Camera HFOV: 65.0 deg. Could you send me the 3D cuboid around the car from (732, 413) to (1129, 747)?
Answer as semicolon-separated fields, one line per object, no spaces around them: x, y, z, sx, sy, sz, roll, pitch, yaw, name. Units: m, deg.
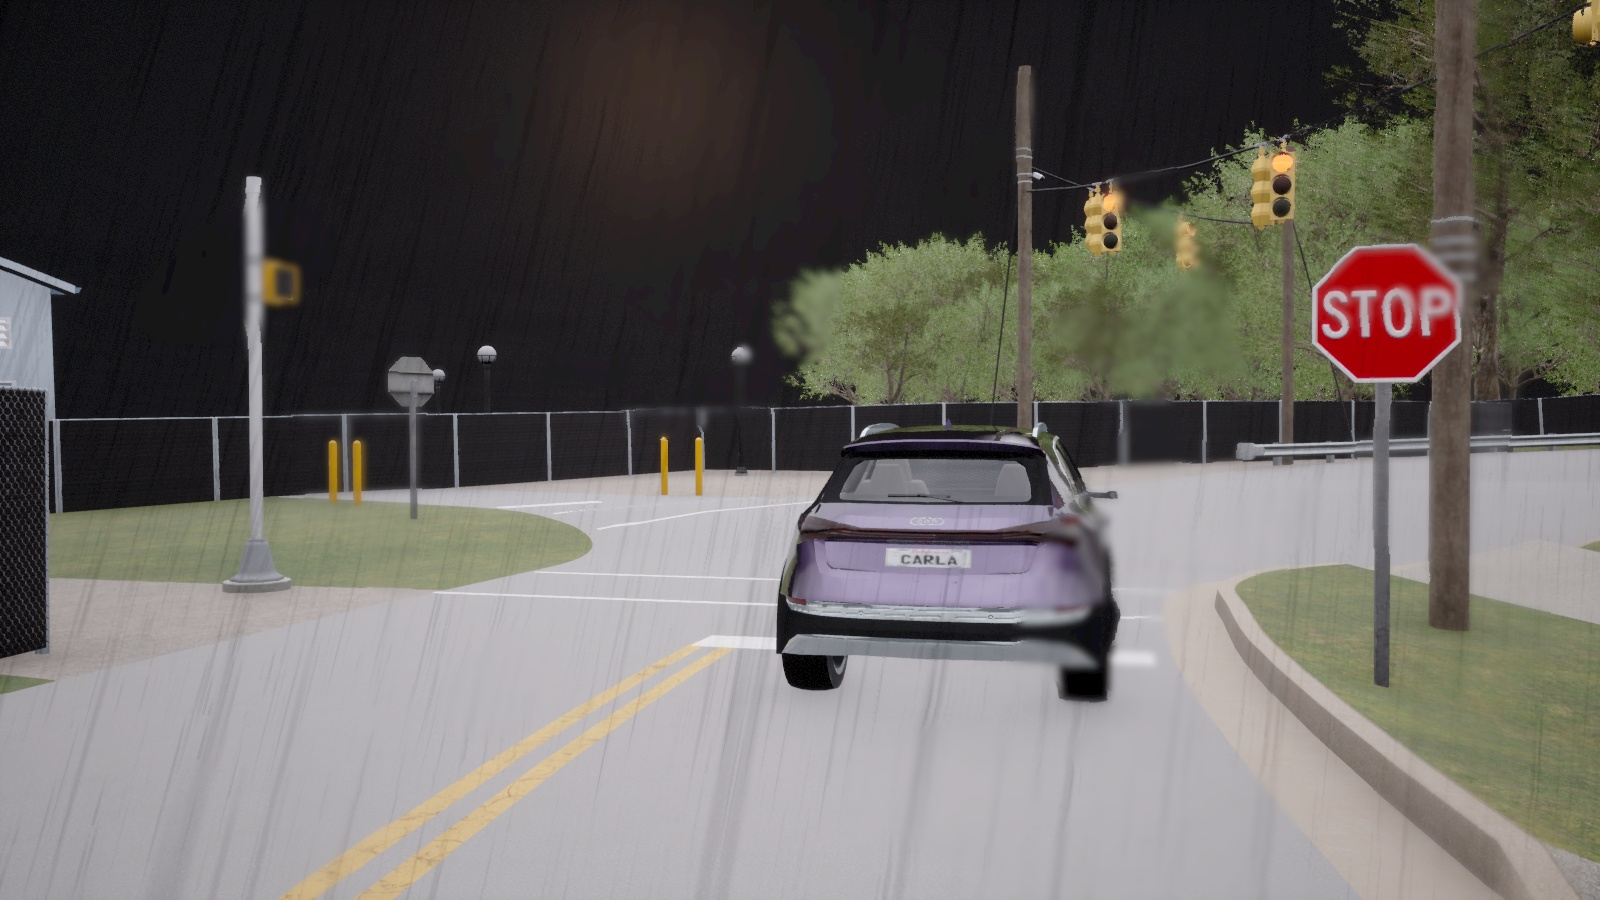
1.199;0.626;8.790;2.033;1.649;4.856;0;0;14;car
